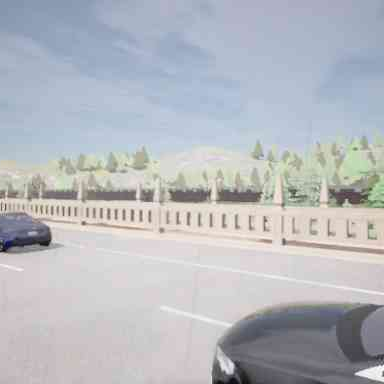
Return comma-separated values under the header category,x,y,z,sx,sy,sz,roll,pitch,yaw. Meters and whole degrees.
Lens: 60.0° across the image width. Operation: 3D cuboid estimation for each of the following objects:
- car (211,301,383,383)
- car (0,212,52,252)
category,x,y,z,sx,sy,sz,roll,pitch,yaw
car,2.409,1.493,2.274,4.902,1.511,2.128,0,0,36
car,-7.671,1.531,13.769,4.181,1.385,1.994,0,0,36
